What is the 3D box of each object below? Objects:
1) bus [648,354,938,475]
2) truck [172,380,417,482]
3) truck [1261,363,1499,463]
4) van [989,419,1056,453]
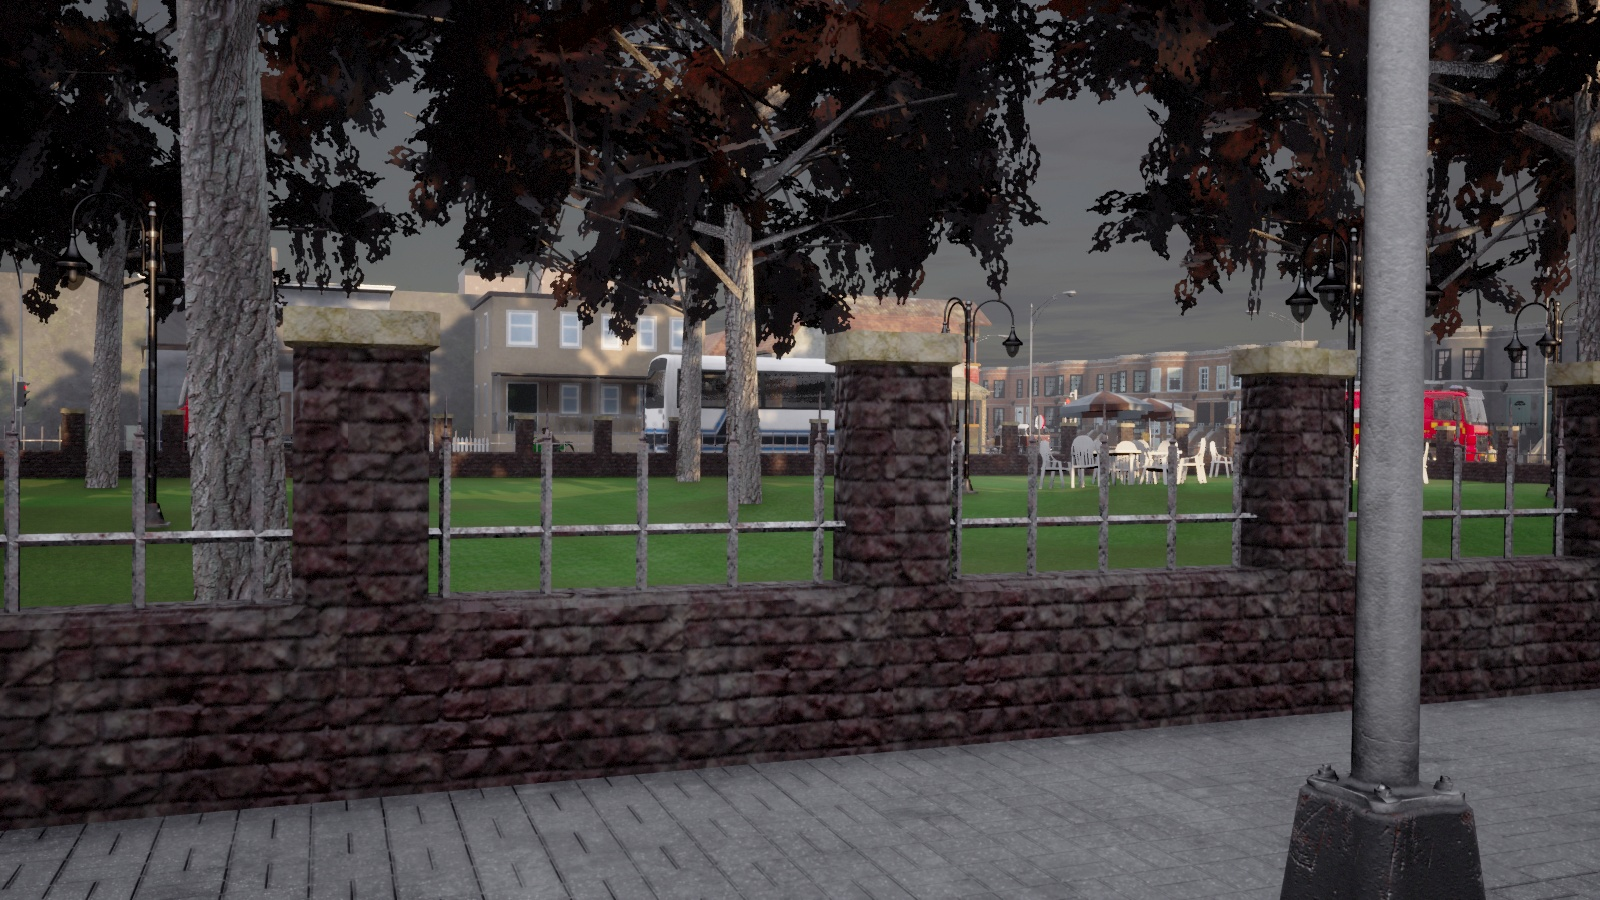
[{"bbox_3d":[-0.264,-1.353,47.781,10.273,4.253,3.944,-1,1,-21],"label":"bus"},{"bbox_3d":[-18.068,-0.726,45.333,7.936,3.462,2.891,-1,1,-20],"label":"truck"},{"bbox_3d":[23.833,-1.469,51.938,8.468,3.827,2.891,0,1,40],"label":"truck"},{"bbox_3d":[13.800,-0.897,78.038,2.069,2.038,4.480,-1,1,-21],"label":"van"}]
